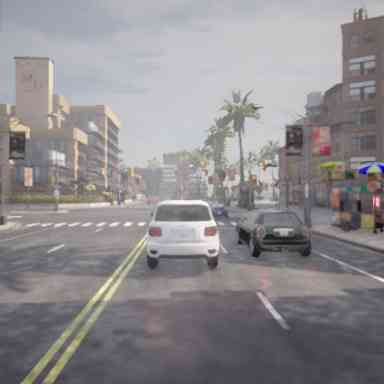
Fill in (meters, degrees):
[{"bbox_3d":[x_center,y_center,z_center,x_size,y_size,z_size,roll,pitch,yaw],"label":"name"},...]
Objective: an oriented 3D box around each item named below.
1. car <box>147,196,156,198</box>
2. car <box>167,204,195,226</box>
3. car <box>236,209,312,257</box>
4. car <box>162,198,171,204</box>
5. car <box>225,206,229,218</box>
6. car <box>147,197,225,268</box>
[{"bbox_3d":[-9.978,1.923,82.996,2.150,2.045,5.566,0,0,-2],"label":"car"},{"bbox_3d":[-0.874,1.771,27.081,2.033,1.411,5.357,0,0,-2],"label":"car"},{"bbox_3d":[3.121,1.460,13.639,2.097,1.767,4.553,0,0,-2],"label":"car"},{"bbox_3d":[-6.498,2.235,83.616,2.033,1.411,5.357,0,0,-2],"label":"car"},{"bbox_3d":[2.433,1.791,33.074,1.812,1.442,4.674,0,0,-2],"label":"car"},{"bbox_3d":[-0.327,1.315,11.818,2.150,2.045,5.566,0,-1,-2],"label":"car"}]
